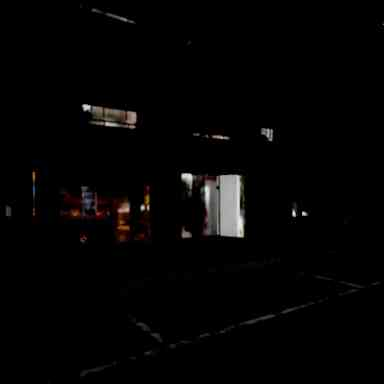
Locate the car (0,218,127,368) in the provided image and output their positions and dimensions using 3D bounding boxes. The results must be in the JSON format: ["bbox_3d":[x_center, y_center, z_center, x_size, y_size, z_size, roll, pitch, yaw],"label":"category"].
[{"bbox_3d":[-3.304,1.312,4.220,5.009,1.841,2.192,1,-1,-36],"label":"car"}]
